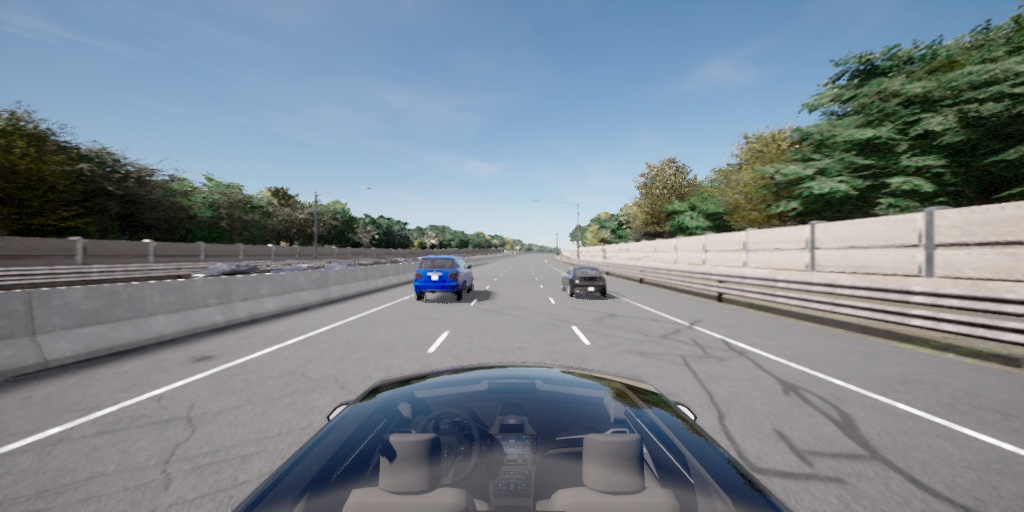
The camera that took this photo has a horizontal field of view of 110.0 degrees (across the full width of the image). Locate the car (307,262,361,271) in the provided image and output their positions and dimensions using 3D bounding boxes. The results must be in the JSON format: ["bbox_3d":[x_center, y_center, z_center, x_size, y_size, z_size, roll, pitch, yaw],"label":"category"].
[{"bbox_3d":[-13.770,1.223,28.812,2.128,1.511,4.902,0,0,2],"label":"car"}]

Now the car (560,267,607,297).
[{"bbox_3d":[3.740,1.301,19.220,1.837,1.490,4.892,0,0,1],"label":"car"}]

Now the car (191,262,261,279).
[{"bbox_3d":[-20.829,1.228,26.325,2.128,1.511,4.902,0,0,1],"label":"car"}]

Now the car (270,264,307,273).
[{"bbox_3d":[-17.270,1.328,29.120,1.895,1.301,4.718,0,0,1],"label":"car"}]

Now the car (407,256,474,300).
[{"bbox_3d":[-3.281,1.012,18.079,2.150,2.045,5.566,0,0,1],"label":"car"}]
